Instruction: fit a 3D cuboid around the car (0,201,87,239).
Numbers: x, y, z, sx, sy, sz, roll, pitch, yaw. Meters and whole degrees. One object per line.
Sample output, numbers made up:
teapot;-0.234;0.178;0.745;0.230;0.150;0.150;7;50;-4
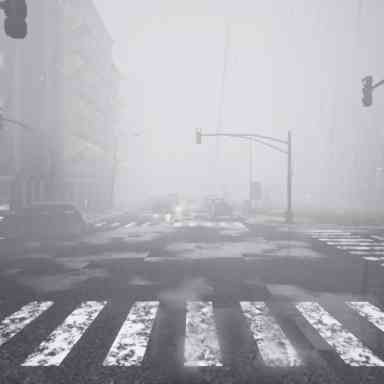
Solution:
car;-7.912;1.324;17.214;4.553;1.767;2.097;1;0;-36

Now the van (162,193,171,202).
van;-5.669;1.242;75.108;1.690;1.788;3.998;-1;0;0

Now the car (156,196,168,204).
car;-5.672;1.470;63.814;1.887;1.381;4.507;-1;0;0

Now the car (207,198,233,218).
car;2.660;1.522;29.969;1.887;1.381;4.507;-1;0;0

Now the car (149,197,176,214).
car;-3.084;1.534;35.323;1.994;1.385;4.181;0;0;0

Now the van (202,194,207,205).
van;2.665;1.295;46.906;1.690;1.788;3.998;-1;0;0

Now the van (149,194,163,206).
van;-5.680;1.286;52.523;1.690;1.788;3.998;-1;0;0

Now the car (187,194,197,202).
car;0.061;1.264;70.995;2.097;1.767;4.553;0;0;0

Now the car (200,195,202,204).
car;2.670;1.490;52.552;1.887;1.381;4.507;-1;0;0

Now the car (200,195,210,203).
car;2.683;1.353;69.490;1.967;1.590;4.097;-1;0;0

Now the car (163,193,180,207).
car;-3.067;1.167;51.595;2.150;2.045;5.566;0;0;0

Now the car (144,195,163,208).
car;-5.679;1.520;46.877;1.947;1.339;4.313;-1;0;0

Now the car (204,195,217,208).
car;2.661;1.410;35.614;1.967;1.590;4.097;-1;0;0

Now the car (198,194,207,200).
car;2.721;1.313;86.427;1.967;1.590;4.097;-1;0;0

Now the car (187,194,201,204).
car;0.129;1.479;60.369;2.033;1.411;5.357;0;0;0

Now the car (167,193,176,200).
car;-5.662;1.173;92.047;2.192;1.841;5.009;-1;0;0
